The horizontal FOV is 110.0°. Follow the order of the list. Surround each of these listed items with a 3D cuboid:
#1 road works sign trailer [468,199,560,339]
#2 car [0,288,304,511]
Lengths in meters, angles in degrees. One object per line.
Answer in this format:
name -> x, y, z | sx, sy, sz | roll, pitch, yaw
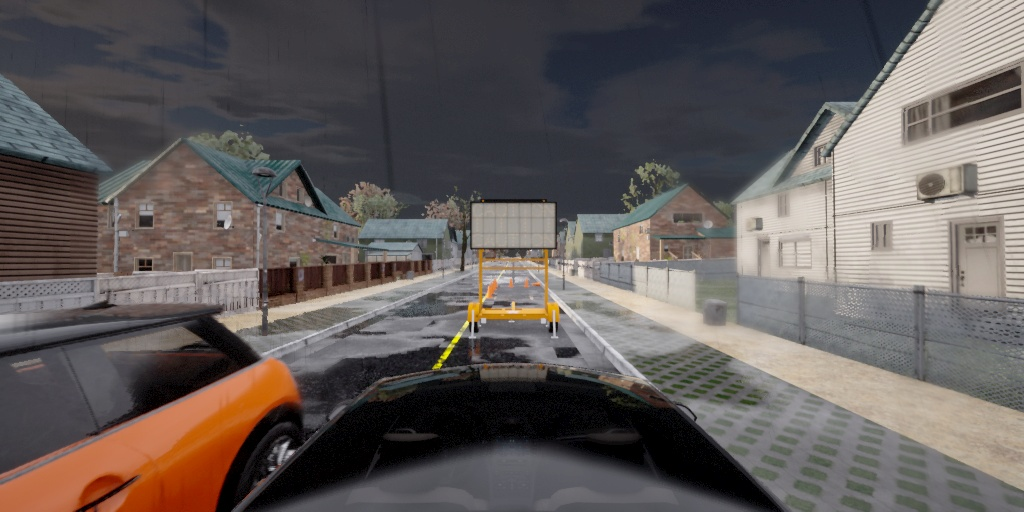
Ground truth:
road works sign trailer -> 0.042, 0.217, 10.112 | 2.380, 3.560, 2.880 | 0, 0, 0
car -> -2.753, 1.102, 1.020 | 2.097, 1.767, 4.553 | 0, 0, 0
